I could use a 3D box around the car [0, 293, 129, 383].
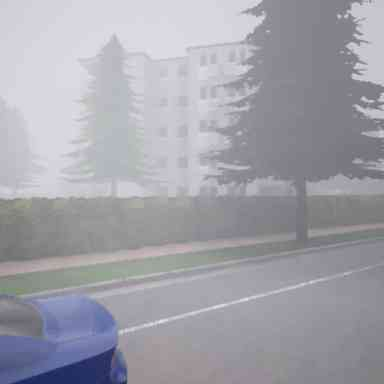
[{"bbox_3d":[-2.868,1.478,1.948,5.008,1.535,1.882,0,0,-36],"label":"car"}]
